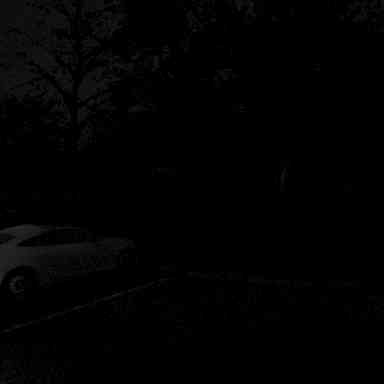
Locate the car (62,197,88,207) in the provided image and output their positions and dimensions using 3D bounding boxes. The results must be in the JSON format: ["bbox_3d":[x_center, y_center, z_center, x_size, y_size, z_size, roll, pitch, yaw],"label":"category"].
[{"bbox_3d":[-12.815,1.117,39.069,2.128,1.511,4.902,-3,-1,35],"label":"car"}]

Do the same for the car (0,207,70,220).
[{"bbox_3d":[-5.970,1.432,10.082,2.097,1.535,5.008,0,0,36],"label":"car"}]

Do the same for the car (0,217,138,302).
[{"bbox_3d":[-3.411,1.486,8.247,2.002,1.452,4.674,0,0,36],"label":"car"}]
